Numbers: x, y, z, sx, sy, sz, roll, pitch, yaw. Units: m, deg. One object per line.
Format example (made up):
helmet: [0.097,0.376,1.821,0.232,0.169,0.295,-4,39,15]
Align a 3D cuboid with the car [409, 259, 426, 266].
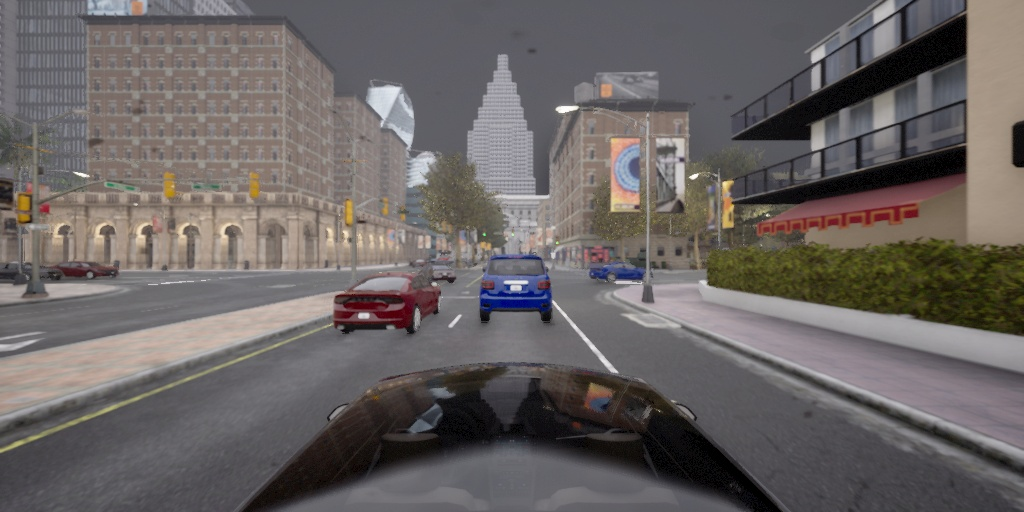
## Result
car: [-14.892,1.212,58.755,1.812,1.442,4.674,0,0,0]

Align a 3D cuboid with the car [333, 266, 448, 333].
car: [-3.398,1.218,10.697,1.882,1.535,5.008,0,0,0]

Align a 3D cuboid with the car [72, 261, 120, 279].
car: [-37.110,1.192,31.080,5.008,1.535,1.882,0,0,0]

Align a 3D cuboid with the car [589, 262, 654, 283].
car: [8.427,1.200,27.505,5.008,1.535,1.882,0,-1,-15]

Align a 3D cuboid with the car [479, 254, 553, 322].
car: [0.116,0.960,12.432,2.150,2.045,5.566,0,0,0]

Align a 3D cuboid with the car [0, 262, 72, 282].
car: [-37.582,1.223,27.576,4.892,1.490,1.837,0,0,0]

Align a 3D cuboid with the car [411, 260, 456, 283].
car: [-5.750,1.270,26.658,2.033,1.411,5.357,0,0,-27]

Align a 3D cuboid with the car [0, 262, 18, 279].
car: [-46.355,1.239,31.090,4.674,1.442,1.812,0,0,1]

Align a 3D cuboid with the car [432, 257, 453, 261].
car: [-11.393,1.251,58.505,1.994,1.385,4.181,0,0,0]
